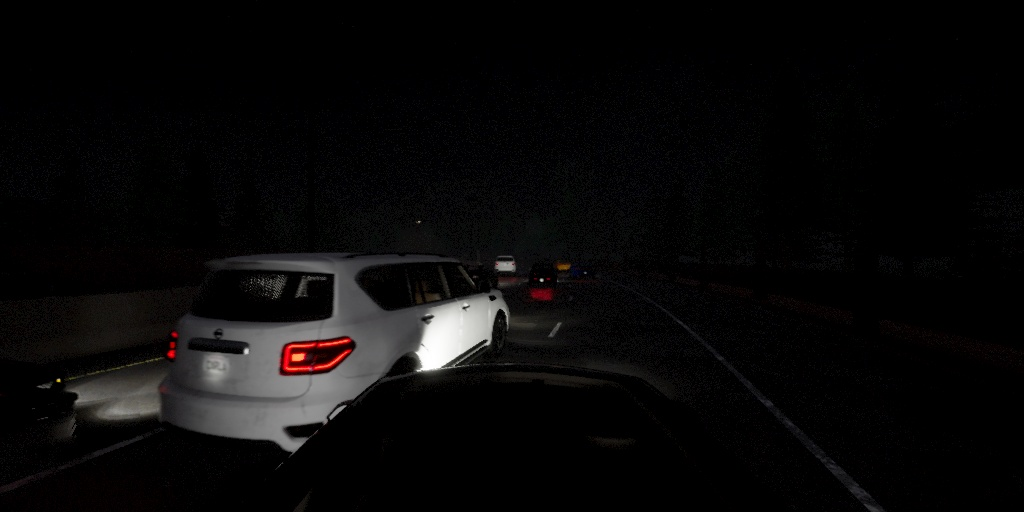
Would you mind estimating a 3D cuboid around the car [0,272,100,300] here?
[{"bbox_3d":[-15.230,1.254,10.075,1.837,1.490,4.892,0,0,15],"label":"car"}]

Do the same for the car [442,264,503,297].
[{"bbox_3d":[-2.032,1.241,20.087,2.128,1.511,4.902,0,0,10],"label":"car"}]

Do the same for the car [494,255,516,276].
[{"bbox_3d":[-0.637,0.971,37.839,2.150,2.045,5.566,0,0,1],"label":"car"}]

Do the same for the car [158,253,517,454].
[{"bbox_3d":[-1.723,0.973,5.554,2.150,2.045,5.566,0,0,16],"label":"car"}]

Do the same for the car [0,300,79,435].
[{"bbox_3d":[-6.440,1.297,1.762,2.033,1.411,5.357,0,0,16],"label":"car"}]

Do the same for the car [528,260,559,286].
[{"bbox_3d":[2.187,1.257,25.324,1.837,1.490,4.892,0,1,6],"label":"car"}]

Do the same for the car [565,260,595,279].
[{"bbox_3d":[6.198,1.227,32.138,1.882,1.535,5.008,0,0,3],"label":"car"}]

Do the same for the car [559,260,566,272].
[{"bbox_3d":[6.059,1.227,44.168,1.882,1.535,5.008,0,0,-3],"label":"car"}]
